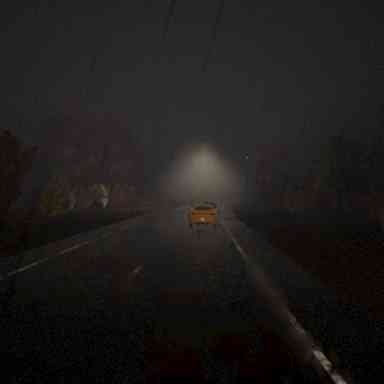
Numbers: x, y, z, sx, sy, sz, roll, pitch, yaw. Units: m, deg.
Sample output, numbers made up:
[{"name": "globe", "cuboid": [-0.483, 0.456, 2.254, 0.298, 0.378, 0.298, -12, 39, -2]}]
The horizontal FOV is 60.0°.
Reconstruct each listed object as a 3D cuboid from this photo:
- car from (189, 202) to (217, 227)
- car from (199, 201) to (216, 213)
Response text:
[{"name": "car", "cuboid": [0.836, 1.679, 24.787, 1.882, 1.535, 5.008, 0, 0, 3]}, {"name": "car", "cuboid": [2.061, 1.897, 42.085, 1.994, 1.385, 4.181, 0, 0, 5]}]
